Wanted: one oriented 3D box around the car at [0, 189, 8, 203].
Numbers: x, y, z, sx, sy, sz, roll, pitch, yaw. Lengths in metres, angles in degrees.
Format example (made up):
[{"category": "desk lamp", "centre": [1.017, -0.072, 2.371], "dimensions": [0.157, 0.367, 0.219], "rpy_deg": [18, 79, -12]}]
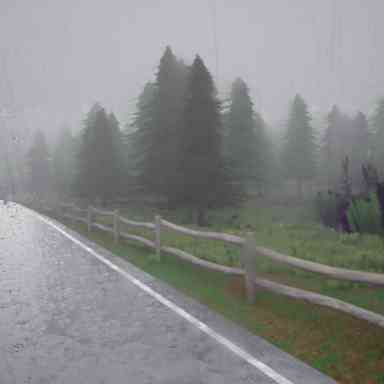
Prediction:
[{"category": "car", "centre": [-28.787, 0.629, 49.498], "dimensions": [2.150, 2.045, 5.566], "rpy_deg": [-2, 2, -33]}]
